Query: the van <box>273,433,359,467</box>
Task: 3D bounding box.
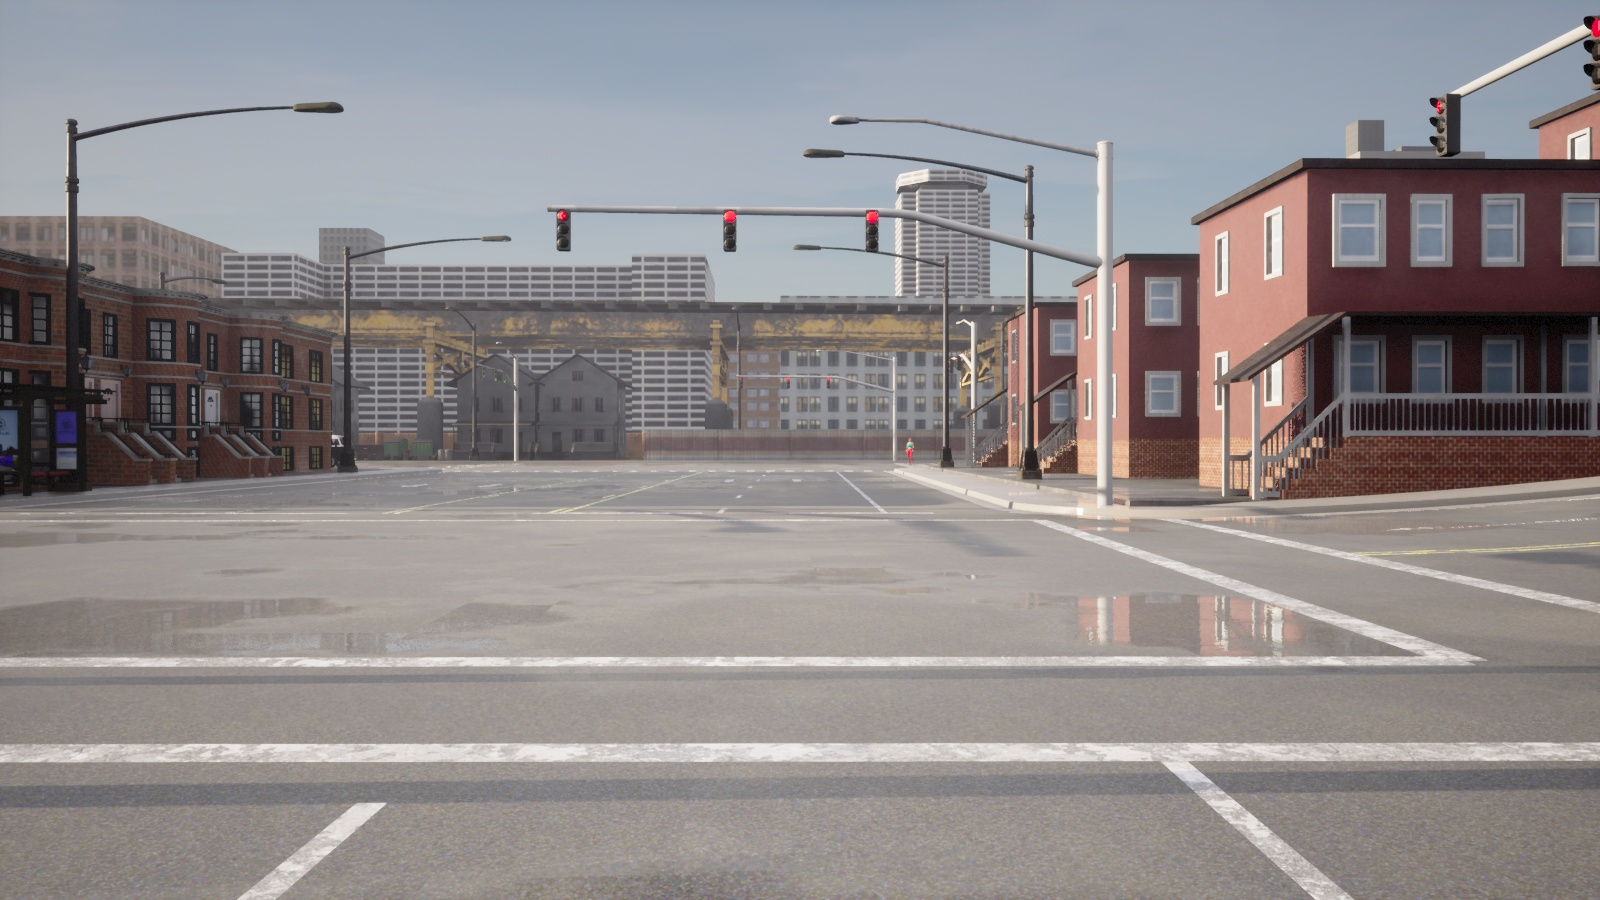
[{"bbox_3d":[-29.763,0.010,77.297,4.480,2.038,2.069,0,0,0],"label":"van"}]
